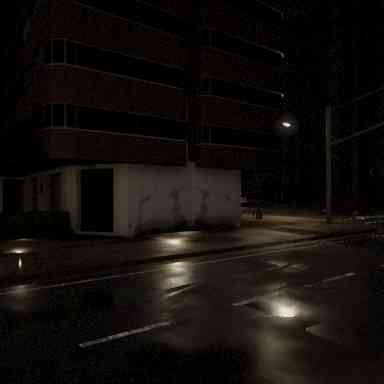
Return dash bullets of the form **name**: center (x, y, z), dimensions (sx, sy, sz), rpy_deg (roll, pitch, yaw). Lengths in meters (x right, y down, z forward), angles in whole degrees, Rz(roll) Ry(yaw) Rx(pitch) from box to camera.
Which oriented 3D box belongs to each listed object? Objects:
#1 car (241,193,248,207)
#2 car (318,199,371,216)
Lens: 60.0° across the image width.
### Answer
- **car**: center (6.212, 1.222, 51.975), dimensions (2.150, 2.045, 5.566), rpy_deg (0, 0, -36)
- **car**: center (15.179, 1.478, 33.280), dimensions (1.882, 1.535, 5.008), rpy_deg (0, 0, -36)
